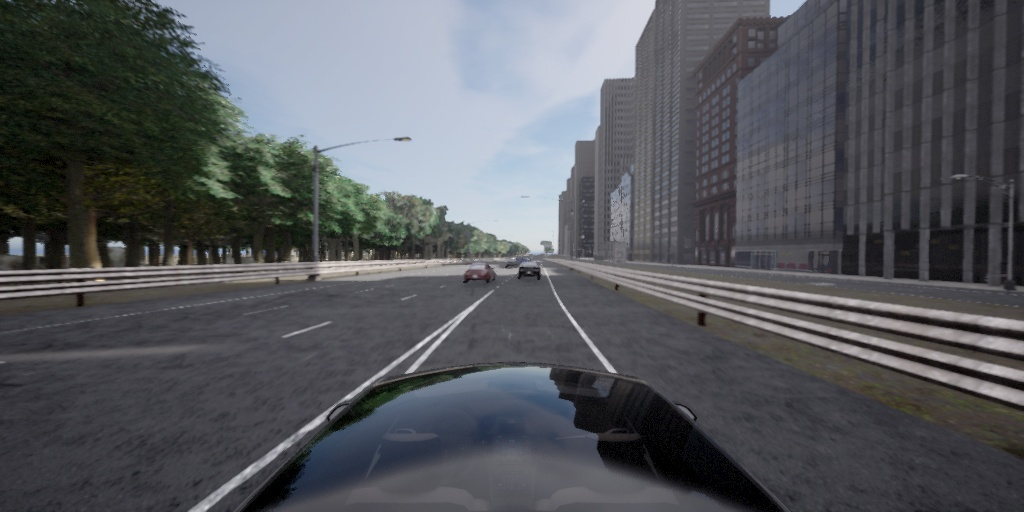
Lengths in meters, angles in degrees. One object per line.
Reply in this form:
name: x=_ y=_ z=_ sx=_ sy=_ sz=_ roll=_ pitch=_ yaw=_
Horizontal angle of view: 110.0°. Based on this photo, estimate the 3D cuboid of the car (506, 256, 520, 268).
car: x=0.022 y=1.264 z=59.392 sx=1.837 sy=1.490 sz=4.892 roll=1 pitch=0 yaw=4

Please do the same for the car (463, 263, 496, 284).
car: x=-2.369 y=1.257 z=26.934 sx=1.812 sy=1.442 sz=4.674 roll=1 pitch=0 yaw=4

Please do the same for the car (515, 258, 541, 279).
car: x=1.657 y=1.246 z=33.086 sx=1.882 sy=1.535 sz=5.008 roll=0 pitch=0 yaw=5
